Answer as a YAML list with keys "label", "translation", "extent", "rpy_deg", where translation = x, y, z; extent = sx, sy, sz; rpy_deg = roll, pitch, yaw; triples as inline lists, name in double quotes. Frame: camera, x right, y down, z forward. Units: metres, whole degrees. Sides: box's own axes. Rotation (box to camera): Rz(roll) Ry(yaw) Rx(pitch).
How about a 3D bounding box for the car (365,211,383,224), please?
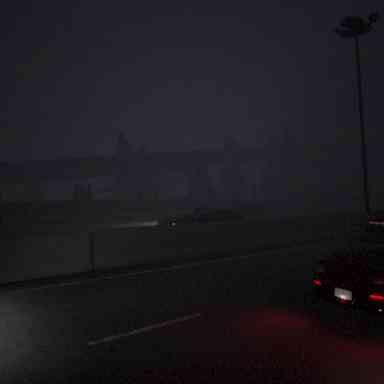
- label: "car"
  translation: [9.681, 1.506, 14.956]
  extent: [4.902, 1.511, 2.128]
  rpy_deg: [0, 0, -36]

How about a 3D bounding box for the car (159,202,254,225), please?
- label: "car"
  translation: [0.551, 1.504, 17.215]
  extent: [4.902, 1.511, 2.128]
  rpy_deg: [0, 0, -35]

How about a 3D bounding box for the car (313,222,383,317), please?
- label: "car"
  translation: [4.398, 1.536, 6.888]
  extent: [4.674, 1.442, 1.812]
  rpy_deg: [0, 0, -36]

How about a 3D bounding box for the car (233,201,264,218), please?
- label: "car"
  translation: [4.020, 1.509, 28.252]
  extent: [4.902, 1.511, 2.128]
  rpy_deg: [0, 0, -35]
